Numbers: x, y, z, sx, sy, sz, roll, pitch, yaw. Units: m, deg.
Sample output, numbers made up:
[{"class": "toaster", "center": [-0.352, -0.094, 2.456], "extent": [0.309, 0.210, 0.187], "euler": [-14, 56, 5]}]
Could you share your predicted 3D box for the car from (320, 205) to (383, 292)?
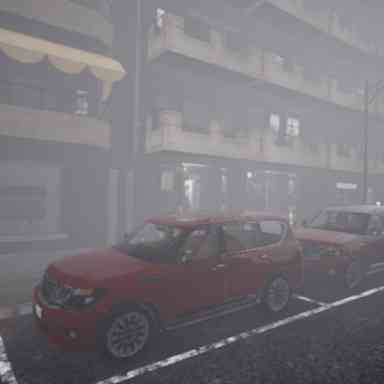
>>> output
[{"class": "car", "center": [4.447, 1.332, 9.245], "extent": [5.009, 1.841, 2.192], "euler": [0, 1, -35]}]

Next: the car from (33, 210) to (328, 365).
[{"class": "car", "center": [-0.054, 1.321, 6.033], "extent": [5.009, 1.841, 2.192], "euler": [0, 1, -35]}]
